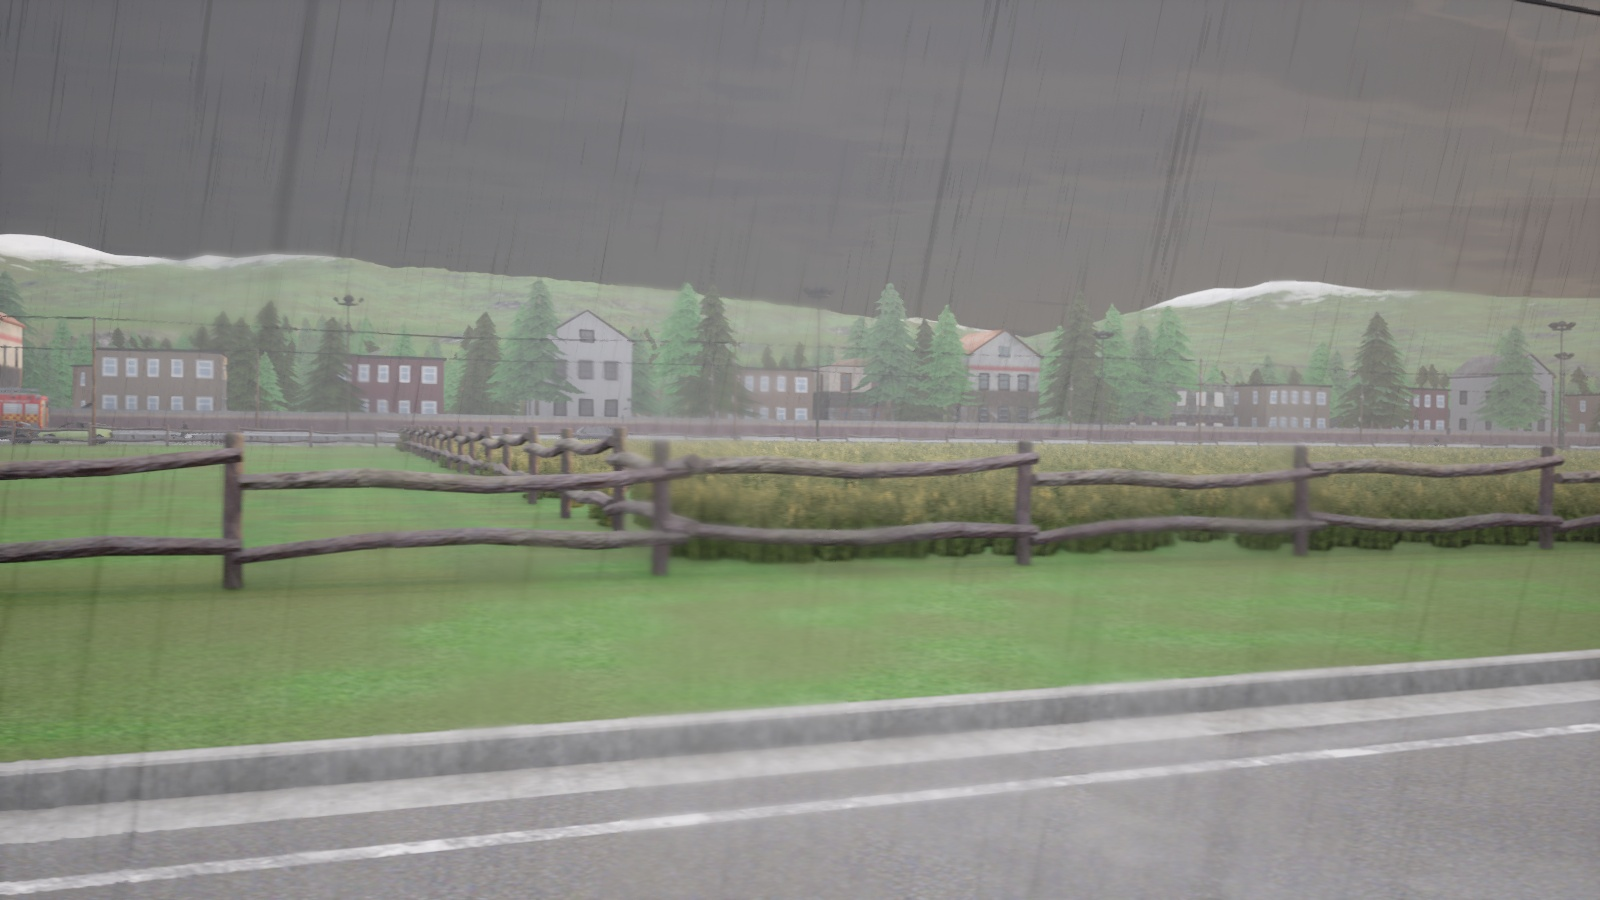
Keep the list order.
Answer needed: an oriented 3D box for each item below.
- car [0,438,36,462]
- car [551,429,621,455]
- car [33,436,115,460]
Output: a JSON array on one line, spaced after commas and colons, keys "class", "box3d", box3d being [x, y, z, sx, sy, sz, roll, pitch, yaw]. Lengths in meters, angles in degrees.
[{"class": "car", "box3d": [-50.957, -0.001, 79.930, 3.705, 1.549, 1.789, -1, 1, -21]}, {"class": "car", "box3d": [-15.255, -0.609, 89.561, 4.553, 1.767, 2.097, -1, 1, -21]}, {"class": "car", "box3d": [-48.778, -0.125, 84.483, 4.514, 1.525, 2.007, -1, 1, -21]}]
